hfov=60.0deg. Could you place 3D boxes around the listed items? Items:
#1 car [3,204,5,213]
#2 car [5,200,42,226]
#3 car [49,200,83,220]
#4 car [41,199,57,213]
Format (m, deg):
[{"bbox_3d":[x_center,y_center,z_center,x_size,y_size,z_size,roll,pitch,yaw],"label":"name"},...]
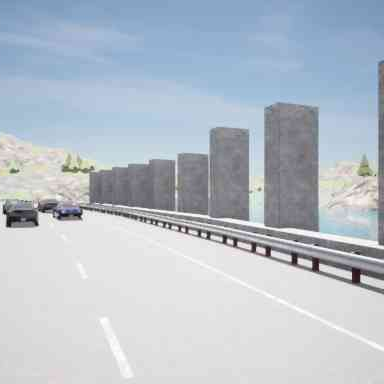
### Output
[{"bbox_3d":[-18.320,1.547,34.282,2.033,1.411,5.357,0,0,-32],"label":"car"},{"bbox_3d":[-11.947,1.505,23.428,1.837,1.490,4.892,0,0,-28],"label":"car"},{"bbox_3d":[-10.715,1.601,28.423,1.895,1.301,4.718,0,0,-29],"label":"car"},{"bbox_3d":[-15.836,1.505,36.873,1.837,1.490,4.892,0,0,-32],"label":"car"}]
